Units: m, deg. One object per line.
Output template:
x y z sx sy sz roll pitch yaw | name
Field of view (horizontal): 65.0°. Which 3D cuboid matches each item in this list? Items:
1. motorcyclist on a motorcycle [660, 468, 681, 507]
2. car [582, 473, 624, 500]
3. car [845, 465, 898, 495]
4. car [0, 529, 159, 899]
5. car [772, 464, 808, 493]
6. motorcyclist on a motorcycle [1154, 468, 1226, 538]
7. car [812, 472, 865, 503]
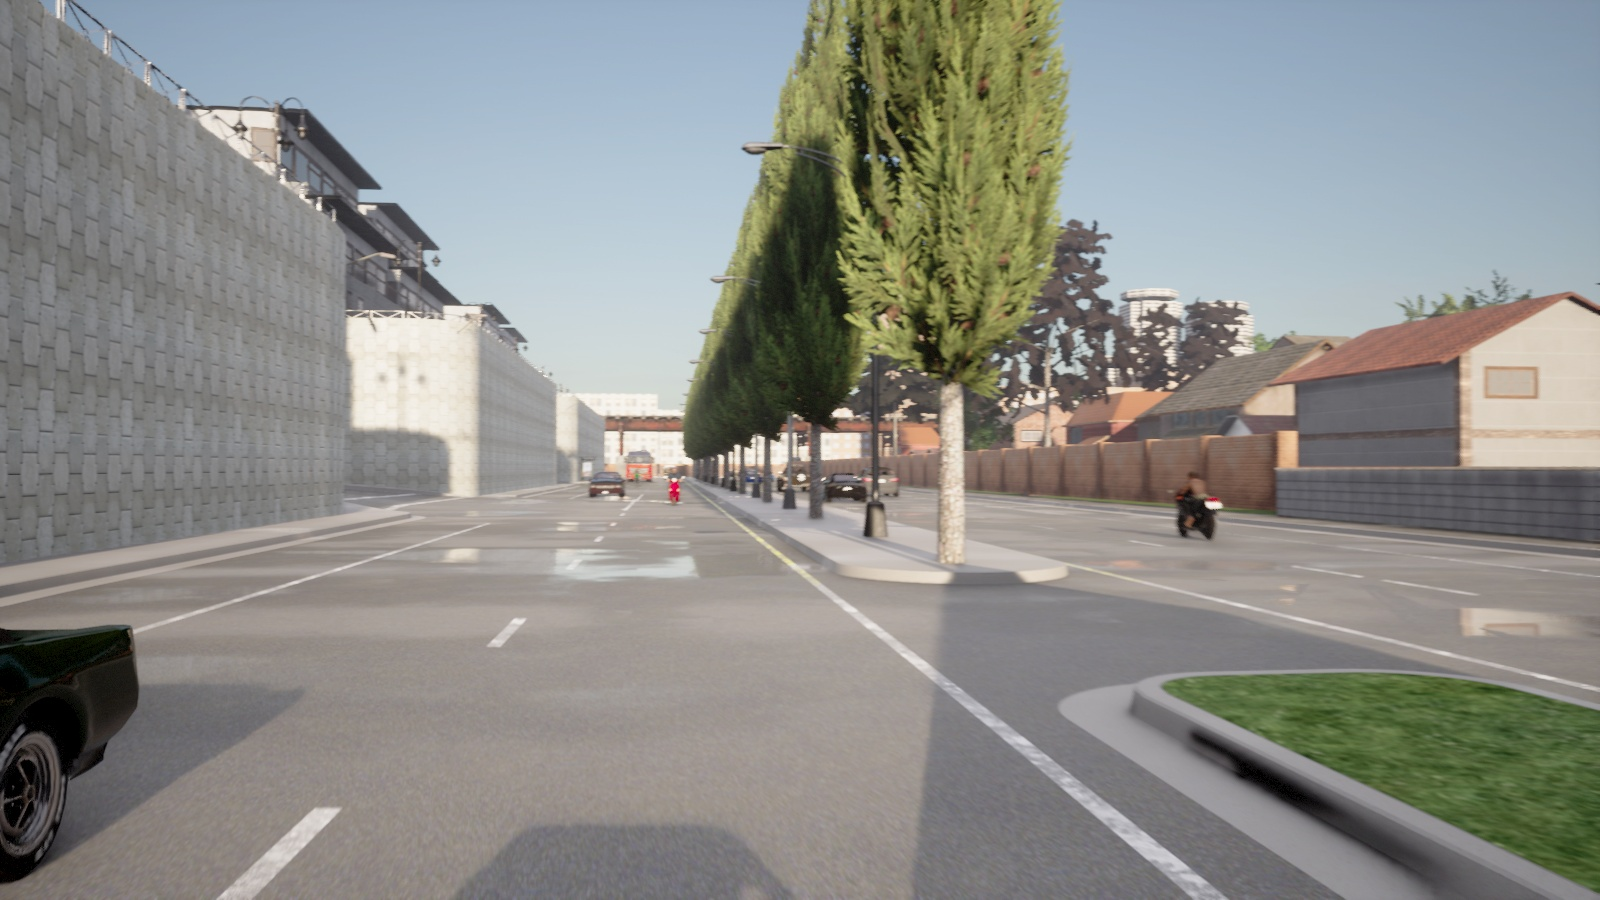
-5.359 1.554 51.929 0.866 1.590 1.817 0 -1 -6 | motorcyclist on a motorcycle
-10.637 1.945 68.144 2.033 1.411 5.357 0 -1 -6 | car
4.045 1.710 71.880 2.242 1.667 4.611 0 -1 -6 | car
-3.702 0.985 3.392 1.895 1.301 4.718 0 -1 -5 | car
-0.686 1.878 83.060 1.932 1.855 4.605 0 -1 -6 | car
8.762 1.166 28.315 0.797 1.523 2.044 0 -1 -6 | motorcyclist on a motorcycle
1.797 1.767 60.137 1.994 1.385 4.181 0 -1 -6 | car
